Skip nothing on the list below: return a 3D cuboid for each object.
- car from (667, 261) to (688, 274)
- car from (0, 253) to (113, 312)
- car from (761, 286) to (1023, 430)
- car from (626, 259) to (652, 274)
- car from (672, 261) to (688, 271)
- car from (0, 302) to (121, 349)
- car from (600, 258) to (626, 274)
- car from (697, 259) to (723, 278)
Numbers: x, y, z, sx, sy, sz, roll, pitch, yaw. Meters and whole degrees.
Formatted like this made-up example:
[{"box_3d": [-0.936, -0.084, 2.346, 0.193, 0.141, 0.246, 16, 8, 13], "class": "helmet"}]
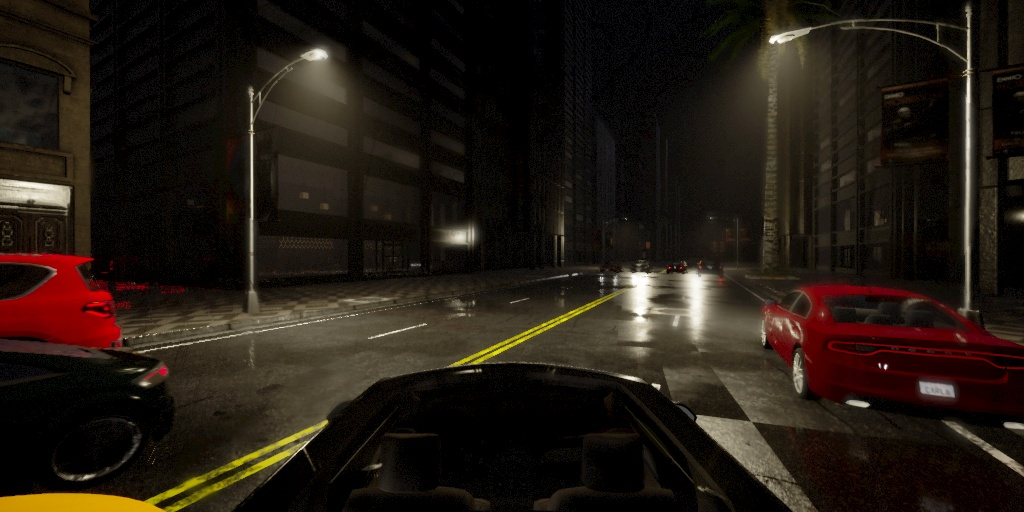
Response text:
[{"box_3d": [18.667, 1.317, 40.788, 2.033, 1.411, 5.357, 0, 0, 27], "class": "car"}, {"box_3d": [-8.025, 0.972, 3.602, 2.150, 2.045, 5.566, 0, 0, 27], "class": "car"}, {"box_3d": [5.516, 1.228, 5.895, 1.882, 1.535, 5.008, 0, 0, 27], "class": "car"}, {"box_3d": [14.687, 1.259, 40.595, 2.128, 1.511, 4.902, 0, 0, 27], "class": "car"}, {"box_3d": [23.558, 1.381, 50.284, 1.895, 1.301, 4.718, 0, 0, 27], "class": "car"}, {"box_3d": [-5.045, 1.314, 2.288, 1.994, 1.385, 4.181, 0, 0, 27], "class": "car"}, {"box_3d": [11.541, 1.293, 41.585, 1.812, 1.442, 4.674, 0, 0, 27], "class": "car"}, {"box_3d": [19.304, 1.118, 34.965, 2.097, 1.767, 4.553, 0, 0, 27], "class": "car"}]
